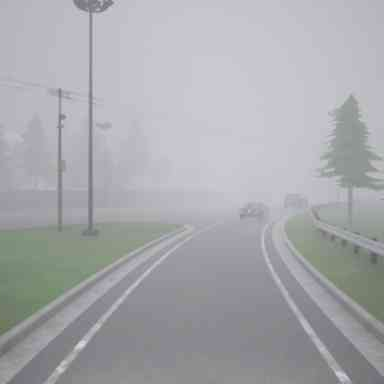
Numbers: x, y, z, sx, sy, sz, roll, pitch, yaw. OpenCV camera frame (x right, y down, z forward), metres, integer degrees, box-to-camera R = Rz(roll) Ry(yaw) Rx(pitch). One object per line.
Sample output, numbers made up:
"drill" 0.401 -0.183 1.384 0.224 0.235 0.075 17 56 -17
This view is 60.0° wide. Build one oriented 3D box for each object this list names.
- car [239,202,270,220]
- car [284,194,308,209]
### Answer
"car" 5.403 1.569 28.417 2.033 1.411 5.357 0 0 21
"car" 14.222 1.262 45.317 2.150 2.045 5.566 0 0 32
